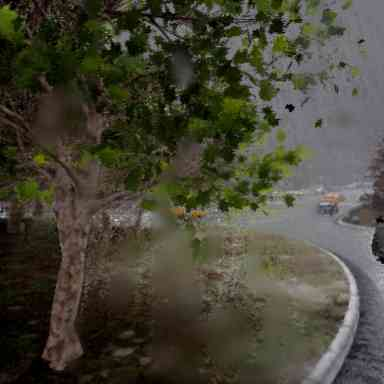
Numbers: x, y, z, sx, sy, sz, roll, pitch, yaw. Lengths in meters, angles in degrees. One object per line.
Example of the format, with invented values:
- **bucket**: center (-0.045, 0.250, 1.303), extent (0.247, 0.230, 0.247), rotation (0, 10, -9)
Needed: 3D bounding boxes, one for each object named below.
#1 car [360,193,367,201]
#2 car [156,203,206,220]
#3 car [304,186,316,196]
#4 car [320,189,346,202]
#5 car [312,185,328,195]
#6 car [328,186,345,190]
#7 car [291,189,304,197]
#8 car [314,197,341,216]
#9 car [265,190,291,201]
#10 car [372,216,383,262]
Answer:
- **car**: center (27.686, 0.654, 51.845), extent (1.994, 1.385, 4.181), rotation (-1, 3, 43)
- **car**: center (-1.112, 1.775, 30.598), extent (5.008, 1.535, 1.882), rotation (0, -1, 36)
- **car**: center (22.957, 0.131, 68.710), extent (1.946, 1.575, 5.366), rotation (0, 3, 44)
- **car**: center (21.308, 0.895, 49.728), extent (1.882, 1.535, 5.008), rotation (-1, 3, 41)
- **car**: center (26.955, -0.418, 72.895), extent (2.435, 2.045, 5.566), rotation (0, 3, 44)
- **car**: center (34.581, -0.712, 80.887), extent (2.163, 1.488, 4.792), rotation (0, 3, 44)
- **car**: center (19.146, 0.419, 64.720), extent (1.946, 1.575, 5.366), rotation (0, 3, 44)
- **car**: center (14.039, 1.669, 34.781), extent (1.812, 1.442, 4.674), rotation (0, 1, 32)
- **car**: center (15.330, 0.709, 60.738), extent (1.946, 1.575, 5.366), rotation (0, 3, 44)
- **car**: center (6.620, 1.324, 9.250), extent (2.150, 2.045, 5.566), rotation (0, 0, 21)
